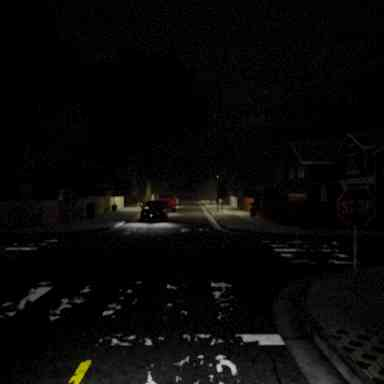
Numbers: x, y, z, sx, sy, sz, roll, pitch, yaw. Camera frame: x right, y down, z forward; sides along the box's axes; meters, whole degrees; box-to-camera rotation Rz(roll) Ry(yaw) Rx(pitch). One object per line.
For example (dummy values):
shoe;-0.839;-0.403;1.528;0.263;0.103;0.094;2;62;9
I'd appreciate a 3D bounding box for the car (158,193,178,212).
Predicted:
car;-2.965;1.126;37.392;2.150;2.045;5.566;0;1;-3

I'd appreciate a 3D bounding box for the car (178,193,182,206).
car;-2.940;1.357;51.467;1.882;1.535;5.008;0;0;0

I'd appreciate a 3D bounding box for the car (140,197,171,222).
car;-2.904;1.438;26.124;1.837;1.490;4.892;0;0;0
